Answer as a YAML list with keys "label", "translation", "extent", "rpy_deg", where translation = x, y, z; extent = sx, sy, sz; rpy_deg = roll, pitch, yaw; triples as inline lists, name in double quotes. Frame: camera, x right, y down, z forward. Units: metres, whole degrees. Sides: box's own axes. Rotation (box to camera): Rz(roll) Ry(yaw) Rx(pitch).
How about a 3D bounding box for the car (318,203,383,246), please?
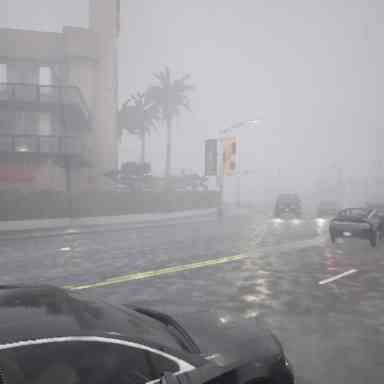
- label: "car"
  translation: [7.894, 1.486, 15.413]
  extent: [2.128, 1.511, 4.902]
  rpy_deg: [0, 0, 40]

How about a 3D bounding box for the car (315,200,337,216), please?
- label: "car"
  translation: [12.367, 1.498, 30.130]
  extent: [1.837, 1.490, 4.892]
  rpy_deg: [0, 0, 20]

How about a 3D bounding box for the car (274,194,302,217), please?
- label: "car"
  translation: [9.159, 1.188, 31.496]
  extent: [2.150, 2.045, 5.566]
  rpy_deg: [0, 0, 19]

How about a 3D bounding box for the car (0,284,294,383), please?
- label: "car"
  translation: [-1.275, 1.504, 2.396]
  extent: [4.892, 1.490, 1.837]
  rpy_deg: [0, 0, -37]

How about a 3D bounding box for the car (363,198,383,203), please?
- label: "car"
  translation: [15.647, 1.496, 28.872]
  extent: [1.837, 1.490, 4.892]
  rpy_deg: [0, 0, 20]
